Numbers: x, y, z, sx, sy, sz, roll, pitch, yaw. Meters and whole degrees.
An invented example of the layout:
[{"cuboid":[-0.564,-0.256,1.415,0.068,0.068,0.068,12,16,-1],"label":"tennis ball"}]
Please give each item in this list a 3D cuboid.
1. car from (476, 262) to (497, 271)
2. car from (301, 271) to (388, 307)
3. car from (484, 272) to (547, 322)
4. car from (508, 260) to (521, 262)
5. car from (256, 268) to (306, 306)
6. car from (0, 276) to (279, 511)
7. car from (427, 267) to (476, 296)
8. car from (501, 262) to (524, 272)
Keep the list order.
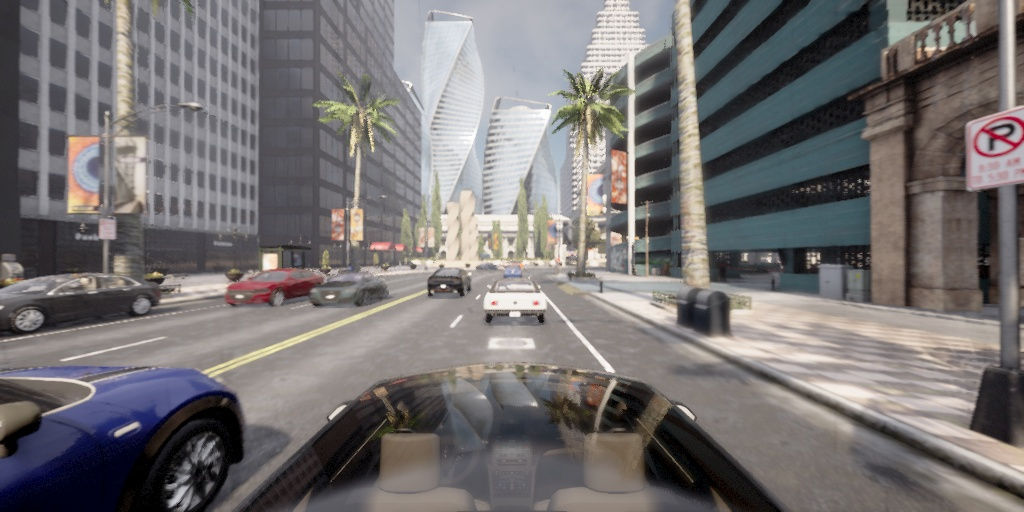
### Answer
[{"cuboid":[-4.245,1.728,58.465,1.994,1.385,4.181,0,0,30],"label":"car"},{"cuboid":[-7.096,1.418,15.993,1.994,1.385,4.181,0,0,0],"label":"car"},{"cuboid":[0.095,1.431,12.707,1.895,1.301,4.718,0,0,0],"label":"car"},{"cuboid":[0.106,1.519,58.771,2.097,1.767,4.553,0,-1,34],"label":"car"},{"cuboid":[-10.597,1.335,16.462,1.882,1.535,5.008,0,0,0],"label":"car"},{"cuboid":[-3.397,1.100,1.297,2.097,1.767,4.553,0,0,0],"label":"car"},{"cuboid":[-3.405,1.363,20.262,1.882,1.535,5.008,0,0,0],"label":"car"},{"cuboid":[0.155,1.541,35.123,2.033,1.411,5.357,0,0,2],"label":"car"}]
